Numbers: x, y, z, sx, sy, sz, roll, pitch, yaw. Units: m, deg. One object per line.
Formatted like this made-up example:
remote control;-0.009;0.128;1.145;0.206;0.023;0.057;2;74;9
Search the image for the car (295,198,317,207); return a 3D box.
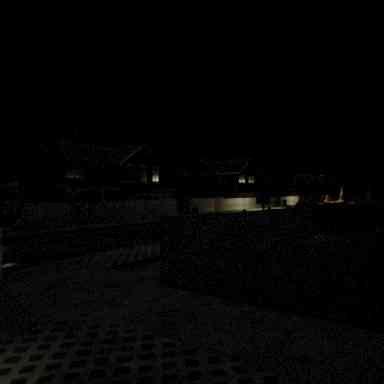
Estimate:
car;15.712;1.565;45.654;1.994;1.385;4.181;0;0;36
